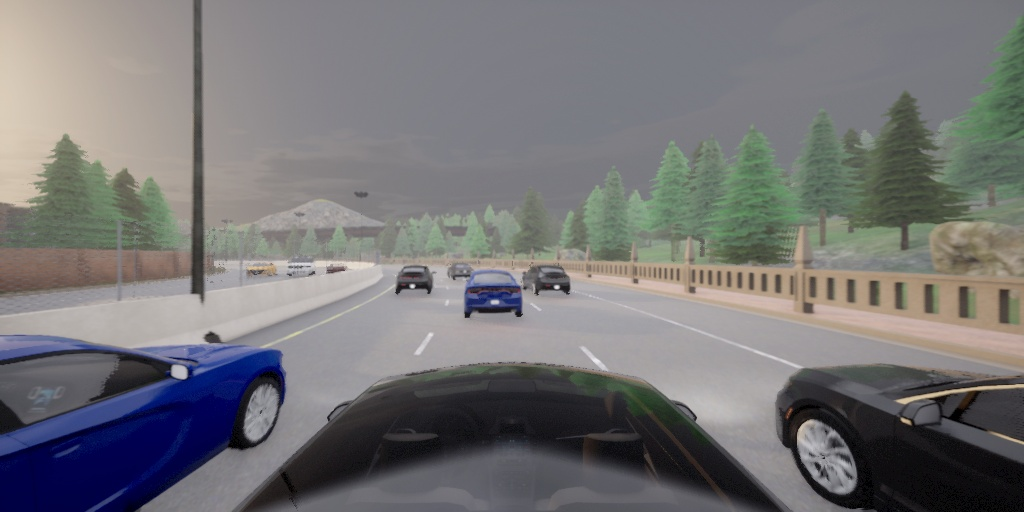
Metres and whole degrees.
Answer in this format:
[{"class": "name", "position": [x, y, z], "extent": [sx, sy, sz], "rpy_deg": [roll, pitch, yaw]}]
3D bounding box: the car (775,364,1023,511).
[{"class": "car", "position": [3.441, 1.244, 1.450], "extent": [1.837, 1.490, 4.892], "rpy_deg": [0, 0, 0]}]

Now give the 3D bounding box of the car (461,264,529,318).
[{"class": "car", "position": [-0.799, 1.234, 13.207], "extent": [1.882, 1.535, 5.008], "rpy_deg": [0, 0, -7]}]

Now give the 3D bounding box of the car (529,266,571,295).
[{"class": "car", "position": [1.760, 1.256, 19.778], "extent": [1.837, 1.490, 4.892], "rpy_deg": [0, 0, -10]}]

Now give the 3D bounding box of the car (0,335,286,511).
[{"class": "car", "position": [-3.548, 1.239, 2.170], "extent": [1.882, 1.535, 5.008], "rpy_deg": [0, 0, -1]}]

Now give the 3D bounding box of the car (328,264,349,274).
[{"class": "car", "position": [-17.554, 1.417, 36.246], "extent": [1.895, 1.301, 4.718], "rpy_deg": [0, 0, -22]}]

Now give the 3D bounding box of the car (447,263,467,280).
[{"class": "car", "position": [-4.549, 1.322, 31.467], "extent": [2.033, 1.411, 5.357], "rpy_deg": [0, 0, -17]}]

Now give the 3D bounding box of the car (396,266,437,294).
[{"class": "car", "position": [-5.490, 1.278, 20.576], "extent": [1.837, 1.490, 4.892], "rpy_deg": [0, 0, -10]}]

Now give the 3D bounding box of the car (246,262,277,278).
[{"class": "car", "position": [-25.146, 1.317, 36.190], "extent": [1.882, 1.535, 5.008], "rpy_deg": [0, 0, -24]}]

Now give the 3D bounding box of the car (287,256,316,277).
[{"class": "car", "position": [-21.825, 1.050, 37.408], "extent": [2.150, 2.045, 5.566], "rpy_deg": [0, 0, -24]}]
